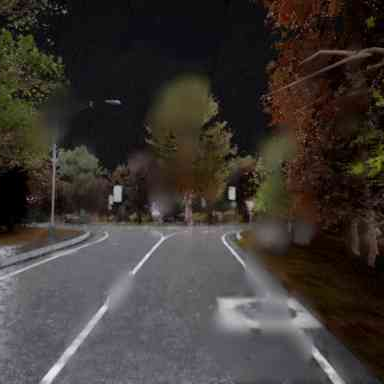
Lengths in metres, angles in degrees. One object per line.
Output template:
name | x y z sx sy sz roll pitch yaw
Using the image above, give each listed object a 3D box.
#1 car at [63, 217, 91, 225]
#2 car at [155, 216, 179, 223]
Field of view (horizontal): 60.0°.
car | -19.207 4.821 55.897 2.033 1.411 5.357 -1 -5 16
car | -5.188 5.549 67.839 5.008 1.535 1.882 1 -5 -7
